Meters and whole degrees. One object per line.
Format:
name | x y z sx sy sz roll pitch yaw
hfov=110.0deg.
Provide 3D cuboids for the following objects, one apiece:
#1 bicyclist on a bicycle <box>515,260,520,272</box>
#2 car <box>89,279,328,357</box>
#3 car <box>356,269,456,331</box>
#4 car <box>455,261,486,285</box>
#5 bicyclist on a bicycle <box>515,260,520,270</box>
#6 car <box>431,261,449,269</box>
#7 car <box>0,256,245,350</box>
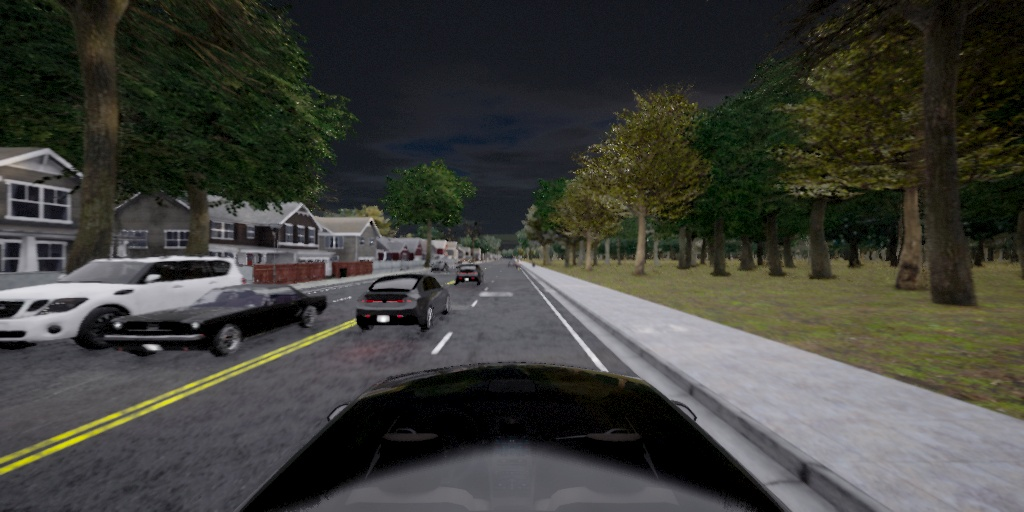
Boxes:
bicyclist on a bicycle | 0.883 1.427 49.439 0.866 1.612 1.509 0 -1 0
car | -6.602 1.387 8.801 1.895 1.301 4.718 0 0 0
car | -3.152 1.303 11.202 1.837 1.490 4.892 0 0 0
car | -3.153 1.384 27.401 1.837 1.490 4.892 0 0 0
bicyclist on a bicycle | 0.888 1.471 58.383 0.866 1.612 1.509 0 -1 0
car | -9.828 1.493 49.197 1.837 1.490 4.892 0 0 0
car | -9.850 1.012 9.567 2.150 2.045 5.566 0 0 0
